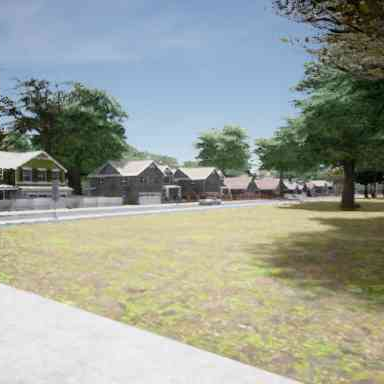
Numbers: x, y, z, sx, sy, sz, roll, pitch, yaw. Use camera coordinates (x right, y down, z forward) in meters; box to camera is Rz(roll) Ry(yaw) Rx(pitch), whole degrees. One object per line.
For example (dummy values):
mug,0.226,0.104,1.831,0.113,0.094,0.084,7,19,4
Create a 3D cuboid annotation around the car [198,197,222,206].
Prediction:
car,2.950,1.535,54.724,1.895,1.301,4.718,0,0,35
